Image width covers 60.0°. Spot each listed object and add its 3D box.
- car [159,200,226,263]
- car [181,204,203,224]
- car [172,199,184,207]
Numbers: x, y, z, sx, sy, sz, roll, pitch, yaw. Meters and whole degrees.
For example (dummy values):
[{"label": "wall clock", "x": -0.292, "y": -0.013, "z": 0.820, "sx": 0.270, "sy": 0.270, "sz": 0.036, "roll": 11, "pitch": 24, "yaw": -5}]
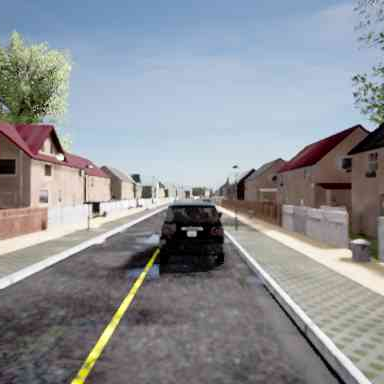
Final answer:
[{"label": "car", "x": 0.013, "y": 1.355, "z": 12.599, "sx": 2.150, "sy": 2.045, "sz": 5.566, "roll": 0, "pitch": 0, "yaw": 0}, {"label": "car", "x": 0.025, "y": 1.819, "z": 28.896, "sx": 1.812, "sy": 1.442, "sz": 4.674, "roll": 0, "pitch": 0, "yaw": 0}, {"label": "car", "x": -2.752, "y": 2.203, "z": 65.626, "sx": 2.033, "sy": 1.411, "sz": 5.357, "roll": 0, "pitch": -1, "yaw": 0}]
